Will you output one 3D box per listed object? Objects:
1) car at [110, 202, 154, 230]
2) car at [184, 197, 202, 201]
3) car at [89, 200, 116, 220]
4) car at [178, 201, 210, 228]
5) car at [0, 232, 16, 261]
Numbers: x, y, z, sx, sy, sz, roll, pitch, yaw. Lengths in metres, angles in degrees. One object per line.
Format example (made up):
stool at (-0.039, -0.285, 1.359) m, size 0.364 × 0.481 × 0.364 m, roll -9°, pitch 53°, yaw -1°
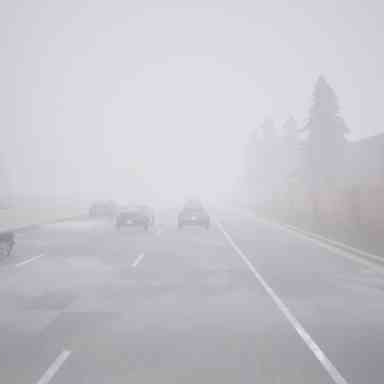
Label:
car at (-3.409, 1.453, 20.306) m, size 1.812 × 1.442 × 4.674 m, roll 0°, pitch 0°, yaw 0°
car at (0.108, 1.357, 41.498) m, size 1.837 × 1.490 × 4.892 m, roll 0°, pitch 0°, yaw 0°
car at (-6.894, 1.395, 27.033) m, size 2.128 × 1.511 × 4.902 m, roll 0°, pitch 0°, yaw 0°
car at (0.104, 1.487, 21.595) m, size 1.994 × 1.385 × 4.181 m, roll 0°, pitch 0°, yaw 0°
car at (-6.898, 1.568, 9.139) m, size 1.895 × 1.301 × 4.718 m, roll 0°, pitch 0°, yaw 0°
